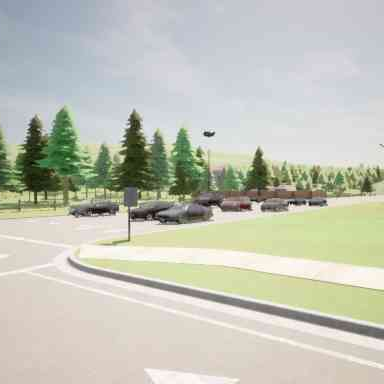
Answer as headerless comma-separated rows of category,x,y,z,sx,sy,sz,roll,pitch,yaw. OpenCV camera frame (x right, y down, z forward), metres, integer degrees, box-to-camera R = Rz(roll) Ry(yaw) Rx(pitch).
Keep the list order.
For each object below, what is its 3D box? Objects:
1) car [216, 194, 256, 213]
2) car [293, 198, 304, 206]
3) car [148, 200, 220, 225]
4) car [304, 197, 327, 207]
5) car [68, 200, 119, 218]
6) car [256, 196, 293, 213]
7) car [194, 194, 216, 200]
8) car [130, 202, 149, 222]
car,5.102,1.353,37.924,2.097,1.767,4.553,0,0,36
car,17.331,1.600,54.446,1.895,1.301,4.718,0,0,36
car,-0.423,1.547,24.476,2.033,1.411,5.357,0,0,36
car,19.464,1.478,51.462,1.882,1.535,5.008,0,0,37
car,-8.953,1.491,30.599,2.128,1.511,4.902,0,0,36
car,9.459,1.507,37.944,1.837,1.490,4.892,0,-1,36
car,2.349,1.224,45.986,2.150,2.045,5.566,0,0,37
car,-2.981,1.478,26.905,1.882,1.535,5.008,0,0,36
